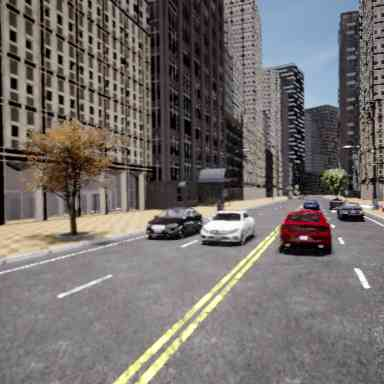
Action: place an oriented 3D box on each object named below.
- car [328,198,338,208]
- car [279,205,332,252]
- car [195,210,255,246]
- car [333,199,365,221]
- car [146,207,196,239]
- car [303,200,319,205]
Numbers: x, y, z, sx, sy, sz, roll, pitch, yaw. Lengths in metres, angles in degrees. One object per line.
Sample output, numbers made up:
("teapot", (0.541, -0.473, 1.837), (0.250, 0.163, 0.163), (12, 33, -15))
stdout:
("car", (19.038, 1.617, 43.713), (1.837, 1.490, 4.892), (-1, 0, 21))
("car", (4.908, 1.526, 14.396), (1.882, 1.535, 5.008), (-1, 0, 20))
("car", (1.882, 1.612, 16.149), (1.812, 1.442, 4.674), (-1, 0, 20))
("car", (13.453, 1.609, 28.327), (2.033, 1.411, 5.357), (-1, 0, 20))
("car", (-0.810, 1.614, 18.239), (2.128, 1.511, 4.902), (-1, 0, 20))
("car", (15.843, 1.706, 44.231), (1.994, 1.385, 4.181), (-1, 0, 20))
